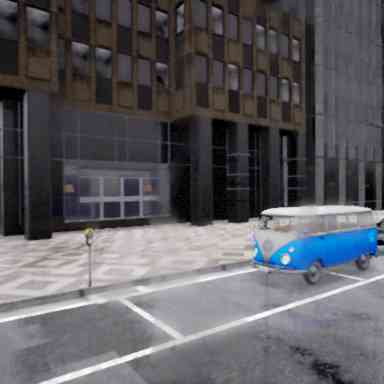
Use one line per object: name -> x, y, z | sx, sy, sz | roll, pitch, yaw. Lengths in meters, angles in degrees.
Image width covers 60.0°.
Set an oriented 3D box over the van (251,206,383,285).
van -> 3.408, 1.290, 9.080 | 3.998, 1.788, 1.690 | 0, 0, -35
